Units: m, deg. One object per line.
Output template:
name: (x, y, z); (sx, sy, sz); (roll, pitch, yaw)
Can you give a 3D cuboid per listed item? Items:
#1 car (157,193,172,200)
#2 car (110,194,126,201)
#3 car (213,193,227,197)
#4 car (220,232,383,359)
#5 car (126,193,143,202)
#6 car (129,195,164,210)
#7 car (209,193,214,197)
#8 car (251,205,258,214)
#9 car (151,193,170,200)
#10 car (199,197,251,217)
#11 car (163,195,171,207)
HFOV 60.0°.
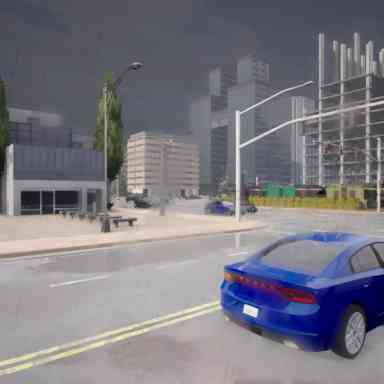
car: (-6.249, 1.352, 62.455); (2.097, 1.767, 4.553); (0, 0, -36)
car: (-14.684, 0.970, 61.962); (2.097, 1.767, 4.553); (0, 0, -36)
car: (7.037, 1.395, 69.339); (3.806, 1.475, 1.970); (0, 0, -38)
car: (2.744, 1.478, 6.100); (5.008, 1.535, 1.882); (0, 0, -38)
car: (-12.121, 1.225, 70.345); (2.150, 2.045, 5.566); (0, 0, -36)
car: (-6.031, 1.502, 44.017); (1.837, 1.490, 4.892); (0, 1, -36)
car: (5.279, 1.156, 71.640); (3.866, 1.878, 1.905); (0, 0, -38)
car: (4.924, 1.564, 34.948); (1.994, 1.385, 4.181); (0, 0, -36)
car: (-8.451, 1.153, 89.487); (4.605, 1.855, 1.932); (0, 0, -38)
car: (3.023, 1.526, 31.612); (1.812, 1.442, 4.674); (0, 0, -36)
car: (-5.569, 1.525, 49.329); (1.812, 1.442, 4.674); (0, 0, -36)
